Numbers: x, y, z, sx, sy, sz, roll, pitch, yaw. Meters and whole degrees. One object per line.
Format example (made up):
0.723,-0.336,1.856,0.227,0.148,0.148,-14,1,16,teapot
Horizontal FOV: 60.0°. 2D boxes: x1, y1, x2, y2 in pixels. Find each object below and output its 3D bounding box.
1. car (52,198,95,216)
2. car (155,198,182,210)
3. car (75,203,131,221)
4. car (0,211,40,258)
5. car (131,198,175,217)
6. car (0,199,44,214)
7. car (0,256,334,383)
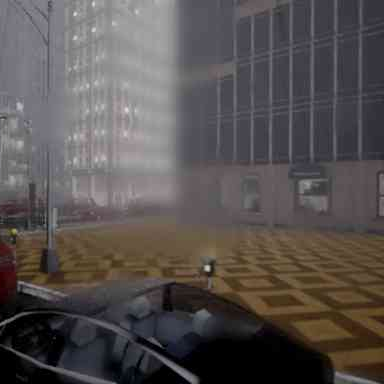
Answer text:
-12.998,1.586,36.979,2.192,1.841,5.009,0,0,35,car
-3.465,1.733,50.285,1.967,1.590,4.097,0,0,35,car
-7.946,1.893,30.039,1.802,1.307,4.206,0,0,35,car
-5.448,1.391,6.593,5.009,1.841,2.192,-1,0,36,car
-4.447,1.634,34.961,2.192,1.841,5.009,0,0,35,car
-16.666,1.577,31.817,2.192,1.841,5.009,0,0,35,car
-0.847,1.590,3.312,4.313,1.339,1.947,-1,0,36,car
